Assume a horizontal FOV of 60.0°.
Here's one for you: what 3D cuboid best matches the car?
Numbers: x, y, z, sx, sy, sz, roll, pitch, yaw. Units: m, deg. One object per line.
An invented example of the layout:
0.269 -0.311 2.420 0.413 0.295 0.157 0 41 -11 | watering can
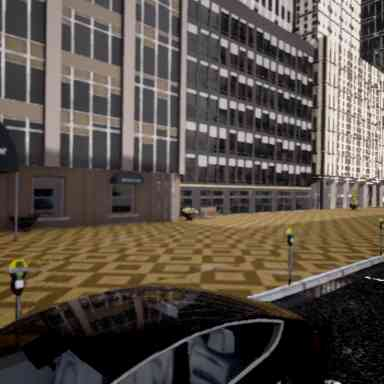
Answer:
-0.687 1.530 2.308 4.313 1.339 1.947 1 0 -42 | car
